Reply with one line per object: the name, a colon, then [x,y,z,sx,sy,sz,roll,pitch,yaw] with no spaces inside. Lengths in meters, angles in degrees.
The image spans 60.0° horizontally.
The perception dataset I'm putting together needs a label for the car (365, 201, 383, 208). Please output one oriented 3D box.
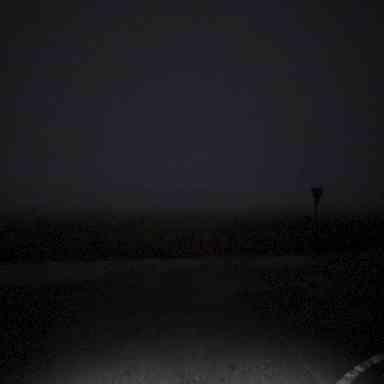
car: [24.250,1.928,42.626,1.837,1.490,4.892,0,-1,-12]
